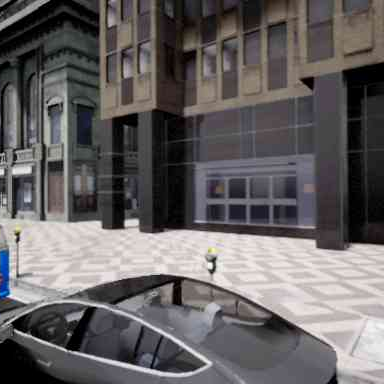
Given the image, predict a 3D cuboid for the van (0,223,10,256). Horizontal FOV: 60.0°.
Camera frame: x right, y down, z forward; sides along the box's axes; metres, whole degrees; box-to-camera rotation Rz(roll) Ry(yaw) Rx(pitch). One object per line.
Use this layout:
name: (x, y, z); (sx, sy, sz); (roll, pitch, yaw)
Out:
van: (-5.347, 1.384, 6.759); (3.998, 1.788, 1.690); (0, 0, 35)

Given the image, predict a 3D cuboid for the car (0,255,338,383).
car: (-0.750, 1.579, 3.496); (4.313, 1.339, 1.947); (0, 0, 35)
